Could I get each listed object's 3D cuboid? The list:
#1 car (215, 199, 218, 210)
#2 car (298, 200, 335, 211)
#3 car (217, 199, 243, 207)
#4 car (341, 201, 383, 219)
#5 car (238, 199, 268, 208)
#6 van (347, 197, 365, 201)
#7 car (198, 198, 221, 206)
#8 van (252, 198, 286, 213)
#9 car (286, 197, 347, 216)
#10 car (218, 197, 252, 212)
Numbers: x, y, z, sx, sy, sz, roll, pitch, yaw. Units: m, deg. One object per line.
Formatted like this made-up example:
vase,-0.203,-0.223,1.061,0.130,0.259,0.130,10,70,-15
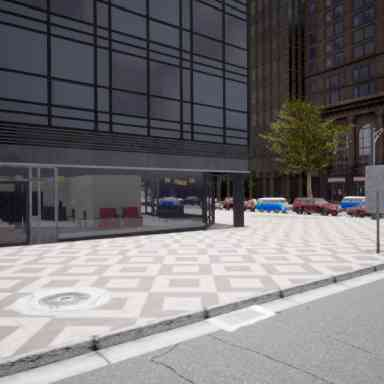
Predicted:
car,2.899,1.915,48.336,2.008,1.369,4.403,-1,0,-35
car,16.424,1.736,44.025,1.947,1.339,4.313,-1,0,-35
car,6.551,1.872,57.910,1.887,1.381,4.507,-1,0,-35
car,16.064,1.727,29.820,1.802,1.307,4.206,-1,0,-35
car,9.743,1.803,53.420,1.752,1.417,4.829,-1,0,-35
van,19.710,1.456,39.396,1.690,1.788,3.998,-1,0,-35
car,3.260,1.929,62.538,2.008,1.369,4.403,-1,0,-35
van,9.476,1.599,39.077,1.690,1.788,3.998,-1,0,-35
car,12.767,1.517,34.448,2.192,1.841,5.009,-1,0,-35
car,6.185,1.627,43.706,2.192,1.841,5.009,-1,0,-35
